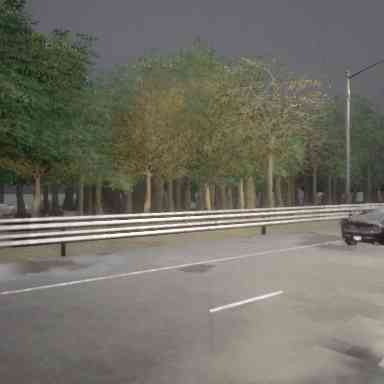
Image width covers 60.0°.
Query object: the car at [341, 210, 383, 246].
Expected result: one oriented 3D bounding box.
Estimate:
[{"bbox_3d":[8.269,1.511,14.066,4.892,1.490,1.837,0,0,-35],"label":"car"}]
